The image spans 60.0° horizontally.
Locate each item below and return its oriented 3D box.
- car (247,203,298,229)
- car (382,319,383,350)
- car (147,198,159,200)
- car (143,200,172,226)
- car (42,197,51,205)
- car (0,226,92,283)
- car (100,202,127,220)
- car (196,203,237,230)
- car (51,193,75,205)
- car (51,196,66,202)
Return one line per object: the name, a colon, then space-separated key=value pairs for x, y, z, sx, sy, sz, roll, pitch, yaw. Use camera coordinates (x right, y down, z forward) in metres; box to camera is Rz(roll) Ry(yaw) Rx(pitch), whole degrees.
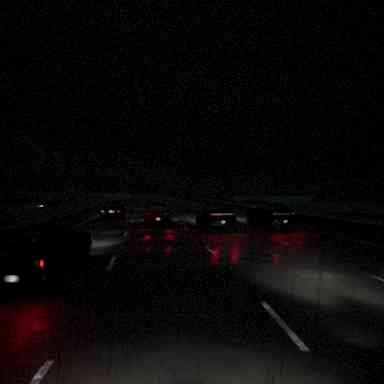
car: x=4.925 y=1.437 z=21.025 sx=2.128 sy=1.511 sz=4.902 roll=0 pitch=0 yaw=-7
car: x=3.311 y=1.470 z=2.181 sx=2.128 sy=1.511 sz=4.902 roll=0 pitch=0 yaw=-1
car: x=-4.757 y=1.454 z=40.348 sx=1.882 sy=1.535 sz=5.008 roll=0 pitch=0 yaw=-8
car: x=-2.417 y=1.510 z=23.142 sx=1.812 sy=1.442 sz=4.674 roll=0 pitch=0 yaw=-8
car: x=-25.139 y=1.593 z=59.293 sx=1.812 sy=1.442 sz=4.674 roll=0 pitch=0 yaw=-7
car: x=-4.188 y=1.612 z=9.515 sx=1.895 sy=1.301 sz=4.718 roll=0 pitch=0 yaw=-6
car: x=-6.613 y=1.549 z=28.113 sx=2.033 sy=1.411 sz=5.357 roll=0 pitch=0 yaw=-8
car: x=1.424 y=1.457 z=20.825 sx=2.128 sy=1.511 sz=4.902 roll=0 pitch=0 yaw=-7
car: x=-21.066 y=1.270 z=55.224 sx=2.150 sy=2.045 sz=5.566 roll=0 pitch=0 yaw=-7
car: x=-31.172 y=1.582 z=77.692 sx=2.033 sy=1.411 sz=5.357 roll=0 pitch=0 yaw=-8
